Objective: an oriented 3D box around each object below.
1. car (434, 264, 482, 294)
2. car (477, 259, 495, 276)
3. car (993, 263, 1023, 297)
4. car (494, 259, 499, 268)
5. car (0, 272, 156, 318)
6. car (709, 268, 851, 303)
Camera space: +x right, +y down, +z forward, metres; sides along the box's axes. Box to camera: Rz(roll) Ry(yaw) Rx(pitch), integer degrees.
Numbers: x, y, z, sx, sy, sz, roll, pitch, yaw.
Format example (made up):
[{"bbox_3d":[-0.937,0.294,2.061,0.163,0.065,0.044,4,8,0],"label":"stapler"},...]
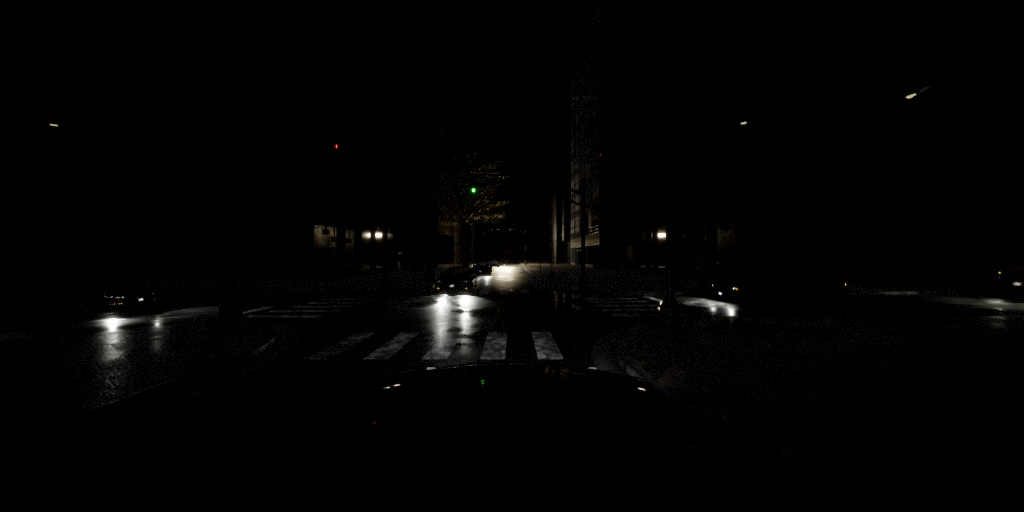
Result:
[{"bbox_3d":[-3.031,1.318,20.107,1.994,1.385,4.181,0,0,0],"label":"car"},{"bbox_3d":[-3.059,1.315,36.835,1.994,1.385,4.181,0,0,0],"label":"car"},{"bbox_3d":[25.095,0.885,15.854,5.566,2.045,2.150,0,0,0],"label":"car"},{"bbox_3d":[-3.099,1.276,59.326,1.812,1.442,4.674,0,0,0],"label":"car"},{"bbox_3d":[-15.467,1.295,12.600,4.892,1.490,1.837,0,0,0],"label":"car"},{"bbox_3d":[11.753,1.246,15.851,5.357,1.411,2.033,0,0,-4],"label":"car"}]
